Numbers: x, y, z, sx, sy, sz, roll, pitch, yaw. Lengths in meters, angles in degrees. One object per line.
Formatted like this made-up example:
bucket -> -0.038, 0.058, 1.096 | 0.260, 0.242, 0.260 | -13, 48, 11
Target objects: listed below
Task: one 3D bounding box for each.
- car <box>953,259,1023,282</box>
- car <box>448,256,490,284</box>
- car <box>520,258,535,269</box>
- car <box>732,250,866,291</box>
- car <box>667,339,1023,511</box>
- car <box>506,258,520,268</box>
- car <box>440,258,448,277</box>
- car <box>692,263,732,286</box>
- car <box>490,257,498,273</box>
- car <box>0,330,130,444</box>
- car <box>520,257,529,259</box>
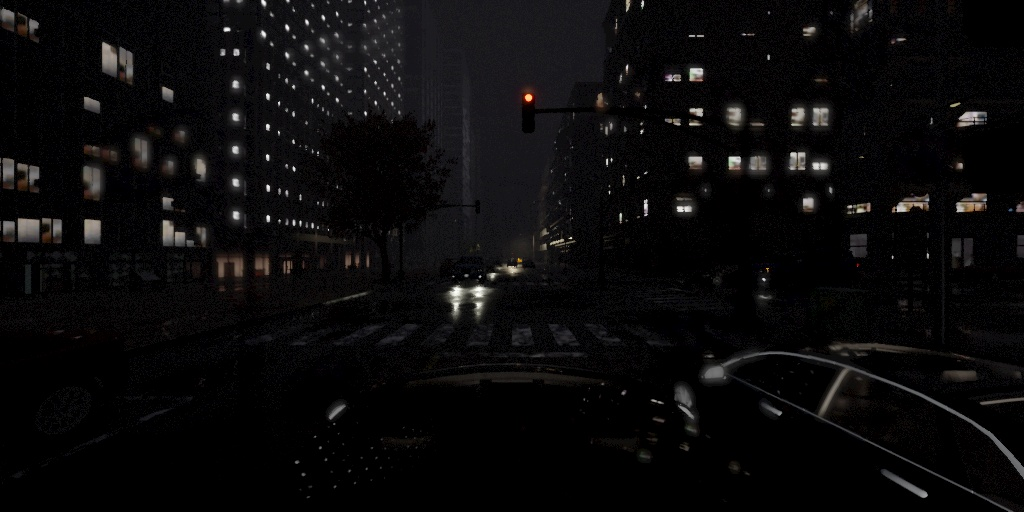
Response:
car -> 30.146, 0.859, 22.170 | 4.507, 1.381, 1.888 | 0, 0, -1
car -> -3.091, 0.980, 27.011 | 2.150, 2.045, 5.566 | 0, 0, 0
car -> 2.716, 1.350, 57.077 | 1.948, 1.339, 4.313 | 0, 0, 0
car -> 15.523, 0.736, 19.440 | 5.566, 2.045, 2.150 | -1, 0, -1
car -> 2.689, 1.300, 2.598 | 2.007, 1.370, 4.403 | 0, 0, 0
car -> 0.028, 1.285, 64.309 | 2.128, 1.511, 4.902 | 0, 0, 0
car -> -5.676, 1.079, 34.990 | 2.192, 1.841, 5.009 | 0, 0, 0
car -> 13.444, 1.095, 22.009 | 4.403, 1.370, 2.007 | 0, 0, -1
car -> -3.079, 1.249, 43.759 | 1.882, 1.535, 5.008 | 0, 0, 0
car -> -5.692, 1.295, 2.602 | 1.888, 1.381, 4.507 | 0, 0, 0
car -> 2.718, 1.316, 62.769 | 1.751, 1.417, 4.829 | 0, 0, 0
